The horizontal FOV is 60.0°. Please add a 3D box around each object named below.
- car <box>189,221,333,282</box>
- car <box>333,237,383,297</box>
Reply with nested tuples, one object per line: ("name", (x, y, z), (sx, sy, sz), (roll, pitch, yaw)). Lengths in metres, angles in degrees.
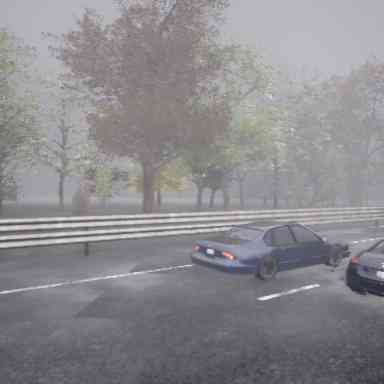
("car", (2.518, 1.588, 9.922), (5.357, 1.411, 2.033), (1, 0, -35))
("car", (5.449, 1.628, 7.698), (4.181, 1.385, 1.994), (1, 0, -35))
